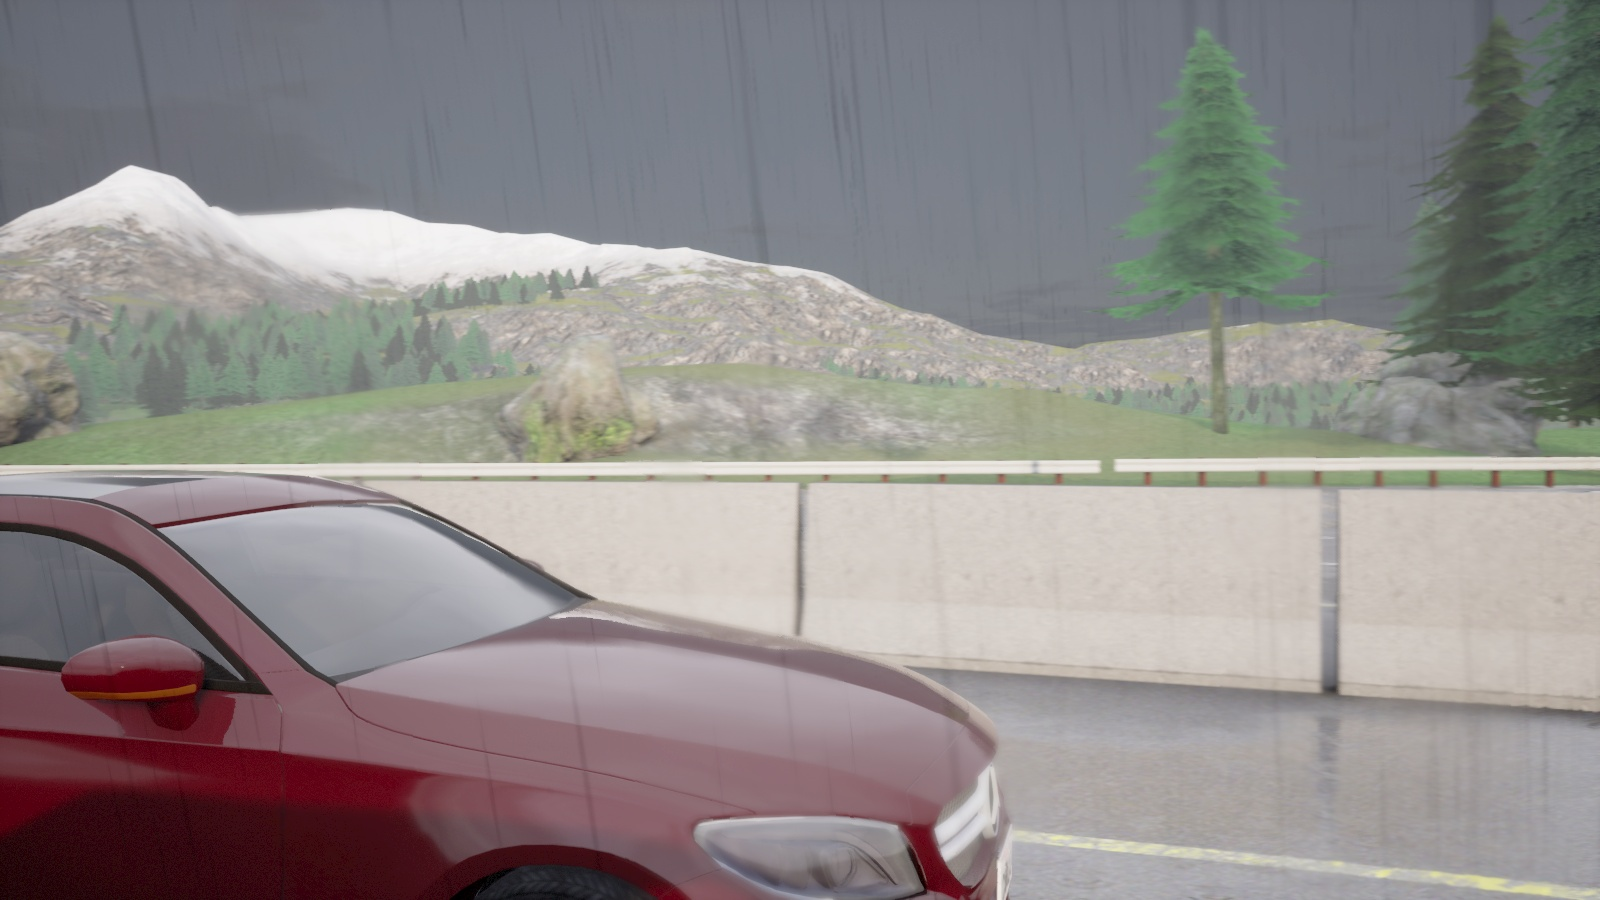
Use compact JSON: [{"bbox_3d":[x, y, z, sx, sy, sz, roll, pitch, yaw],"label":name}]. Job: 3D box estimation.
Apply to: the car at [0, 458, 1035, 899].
[{"bbox_3d":[-1.743,0.779,3.737,4.674,1.442,1.812,0,1,15],"label":"car"}]
